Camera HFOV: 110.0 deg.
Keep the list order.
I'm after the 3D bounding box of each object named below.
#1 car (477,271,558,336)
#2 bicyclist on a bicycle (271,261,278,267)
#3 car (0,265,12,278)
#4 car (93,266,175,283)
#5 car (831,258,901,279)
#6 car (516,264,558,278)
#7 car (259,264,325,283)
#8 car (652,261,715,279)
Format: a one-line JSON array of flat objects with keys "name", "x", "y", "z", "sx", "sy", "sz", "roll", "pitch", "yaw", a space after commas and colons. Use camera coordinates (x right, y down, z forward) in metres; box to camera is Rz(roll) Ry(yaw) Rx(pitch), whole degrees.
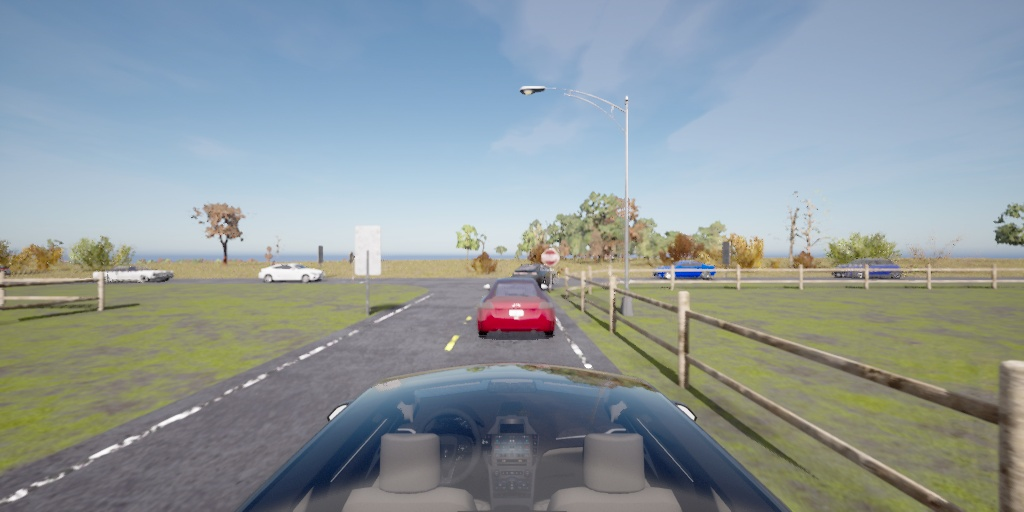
[{"name": "car", "x": 0.103, "y": 1.310, "z": 10.430, "sx": 1.994, "sy": 1.385, "sz": 4.181, "roll": 0, "pitch": 0, "yaw": 0}, {"name": "bicyclist on a bicycle", "x": -22.499, "y": 1.248, "z": 34.003, "sx": 0.582, "sy": 1.620, "sz": 1.656, "roll": 0, "pitch": 0, "yaw": 0}, {"name": "car", "x": -46.759, "y": 1.358, "z": 31.129, "sx": 4.902, "sy": 1.511, "sz": 2.128, "roll": 0, "pitch": 0, "yaw": 1}, {"name": "car", "x": -29.459, "y": 1.418, "z": 28.089, "sx": 4.718, "sy": 1.301, "sz": 1.895, "roll": 0, "pitch": 0, "yaw": 1}, {"name": "car", "x": 30.045, "y": 1.022, "z": 30.542, "sx": 4.553, "sy": 1.767, "sz": 2.097, "roll": 0, "pitch": 0, "yaw": 0}, {"name": "car", "x": 1.576, "y": 1.233, "z": 23.131, "sx": 2.128, "sy": 1.511, "sz": 4.902, "roll": 0, "pitch": 0, "yaw": 22}, {"name": "car", "x": -17.118, "y": 1.309, "z": 27.976, "sx": 4.674, "sy": 1.442, "sz": 1.812, "roll": 0, "pitch": 0, "yaw": 1}, {"name": "car", "x": 14.617, "y": 1.177, "z": 30.672, "sx": 5.008, "sy": 1.535, "sz": 1.882, "roll": -1, "pitch": 0, "yaw": 0}]
